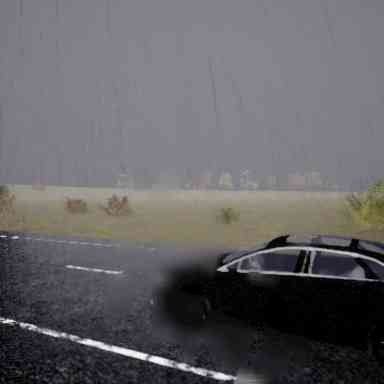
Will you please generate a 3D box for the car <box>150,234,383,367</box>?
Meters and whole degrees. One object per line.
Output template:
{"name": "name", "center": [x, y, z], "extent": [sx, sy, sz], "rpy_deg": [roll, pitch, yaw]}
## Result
{"name": "car", "center": [1.642, 1.445, 5.290], "extent": [4.902, 1.511, 2.128], "rpy_deg": [0, 0, 26]}
